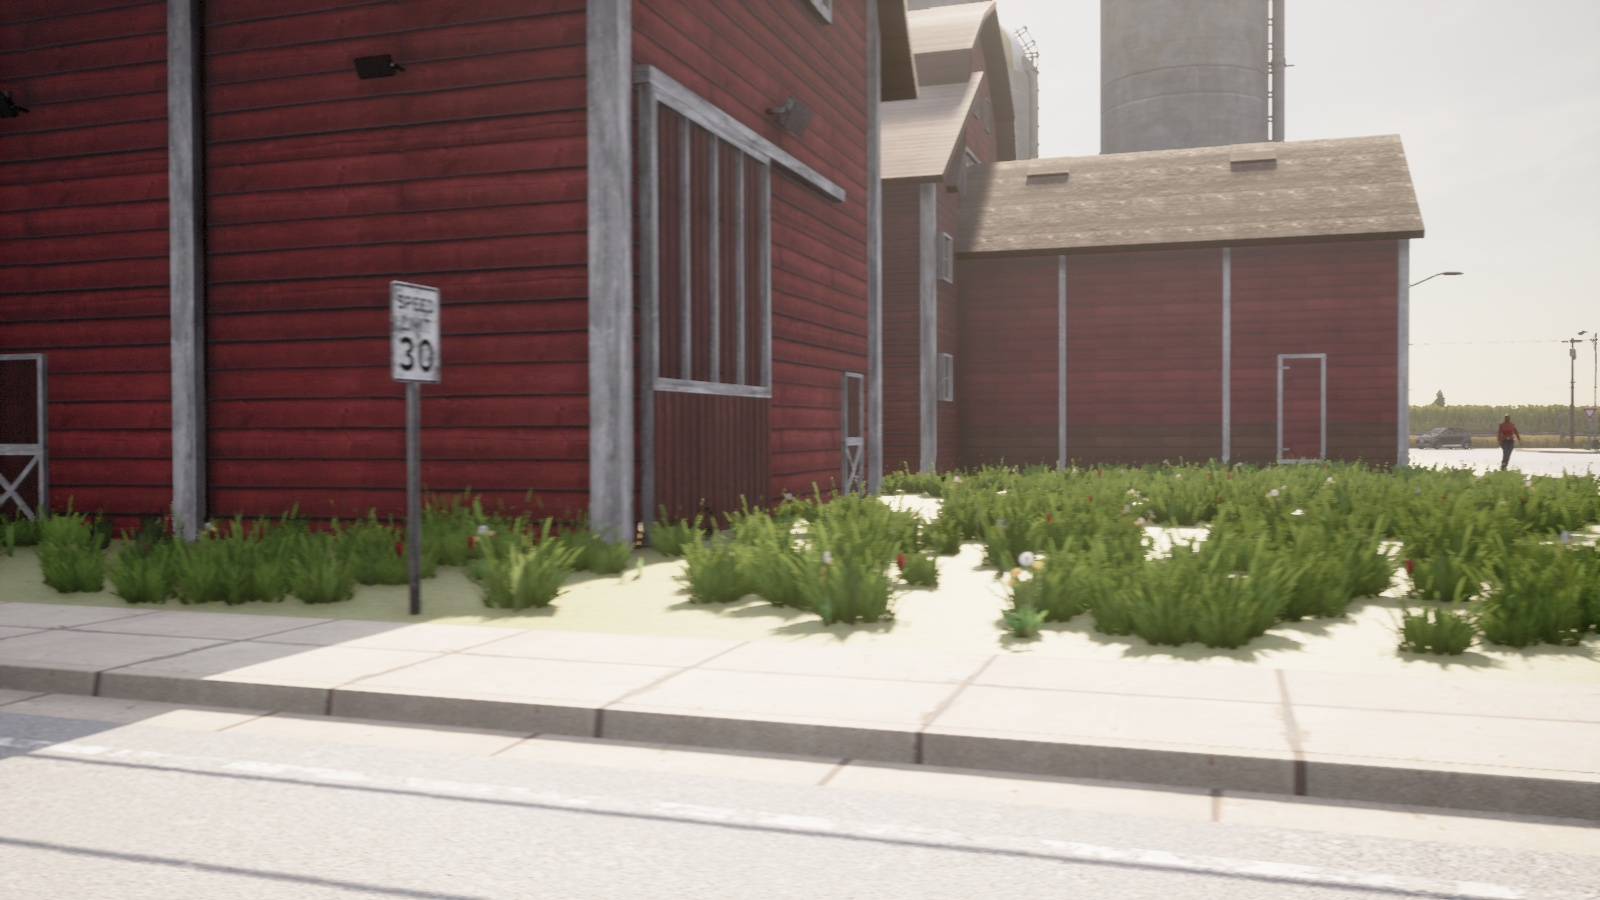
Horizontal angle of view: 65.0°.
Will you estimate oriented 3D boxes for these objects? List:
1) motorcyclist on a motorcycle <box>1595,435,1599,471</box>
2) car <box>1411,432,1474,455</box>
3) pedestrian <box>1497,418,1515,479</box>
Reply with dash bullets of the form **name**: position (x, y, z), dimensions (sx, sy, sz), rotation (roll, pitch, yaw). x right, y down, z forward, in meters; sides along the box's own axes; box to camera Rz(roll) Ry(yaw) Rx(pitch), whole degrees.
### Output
- **motorcyclist on a motorcycle**: position (34.643, 0.124, 53.432), dimensions (0.866, 1.530, 2.191), rotation (0, 1, 18)
- **car**: position (45.240, -0.452, 88.420), dimensions (3.705, 1.549, 1.789), rotation (0, 0, -17)
- **pedestrian**: position (21.418, -0.054, 38.097), dimensions (0.331, 1.846, 0.636), rotation (0, 1, 18)
